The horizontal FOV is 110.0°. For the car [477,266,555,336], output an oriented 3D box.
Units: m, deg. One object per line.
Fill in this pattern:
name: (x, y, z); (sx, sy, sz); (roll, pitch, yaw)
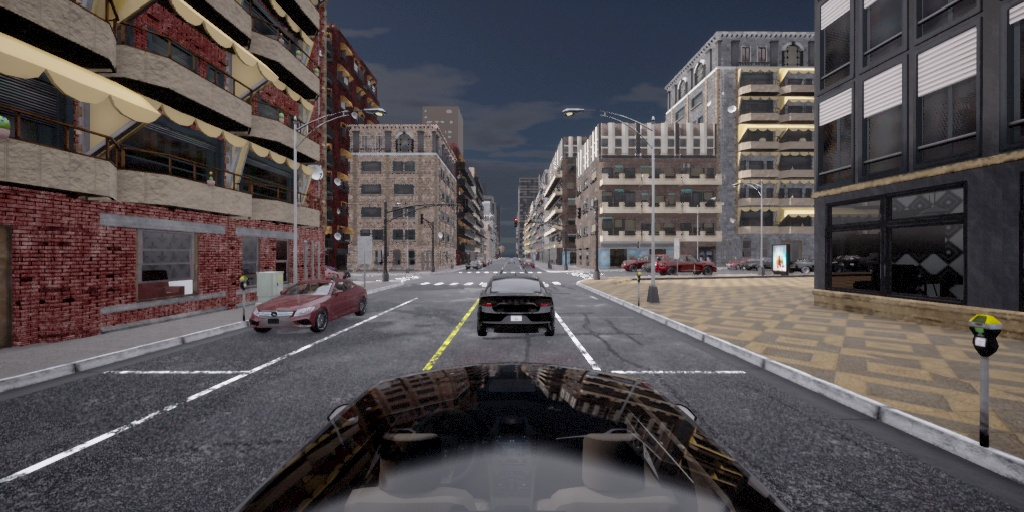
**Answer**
car: (0.096, 1.227, 10.388); (1.882, 1.535, 5.008); (0, 0, 0)

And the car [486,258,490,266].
car: (-5.712, 1.086, 64.115); (2.192, 1.841, 5.009); (0, 0, 0)

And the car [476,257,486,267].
car: (-5.711, 1.293, 58.262); (1.751, 1.417, 4.829); (0, 0, 0)

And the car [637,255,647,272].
car: (15.722, 0.938, 36.514); (4.892, 1.490, 1.837); (-1, 0, -1)

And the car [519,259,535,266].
car: (2.670, 1.207, 58.437); (1.967, 1.591, 4.097); (0, 0, 0)

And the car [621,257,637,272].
car: (14.562, 0.764, 39.093); (5.009, 1.841, 2.192); (0, 0, -1)

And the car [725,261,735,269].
car: (25.653, 0.824, 39.194); (4.207, 1.307, 1.802); (0, 0, -1)

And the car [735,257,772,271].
car: (26.347, 0.781, 36.607); (5.357, 1.411, 2.033); (-1, 0, 0)

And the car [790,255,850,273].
car: (25.793, 0.822, 30.814); (4.313, 1.339, 1.948); (0, 0, -1)

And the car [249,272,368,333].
car: (-5.744, 1.332, 10.726); (1.802, 1.307, 4.207); (0, 0, 0)

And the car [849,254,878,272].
car: (31.340, 0.717, 30.865); (4.313, 1.339, 1.948); (0, 0, -1)

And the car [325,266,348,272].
car: (-17.188, 1.610, 33.010); (4.181, 1.385, 1.994); (-1, 0, -1)

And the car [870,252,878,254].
car: (37.616, 0.373, 36.695); (4.553, 1.767, 2.097); (-1, 0, 0)

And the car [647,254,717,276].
car: (14.699, 0.778, 30.713); (5.009, 1.841, 2.192); (0, 0, -1)

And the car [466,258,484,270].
car: (-5.708, 1.330, 52.750); (1.948, 1.339, 4.313); (0, 0, 0)
